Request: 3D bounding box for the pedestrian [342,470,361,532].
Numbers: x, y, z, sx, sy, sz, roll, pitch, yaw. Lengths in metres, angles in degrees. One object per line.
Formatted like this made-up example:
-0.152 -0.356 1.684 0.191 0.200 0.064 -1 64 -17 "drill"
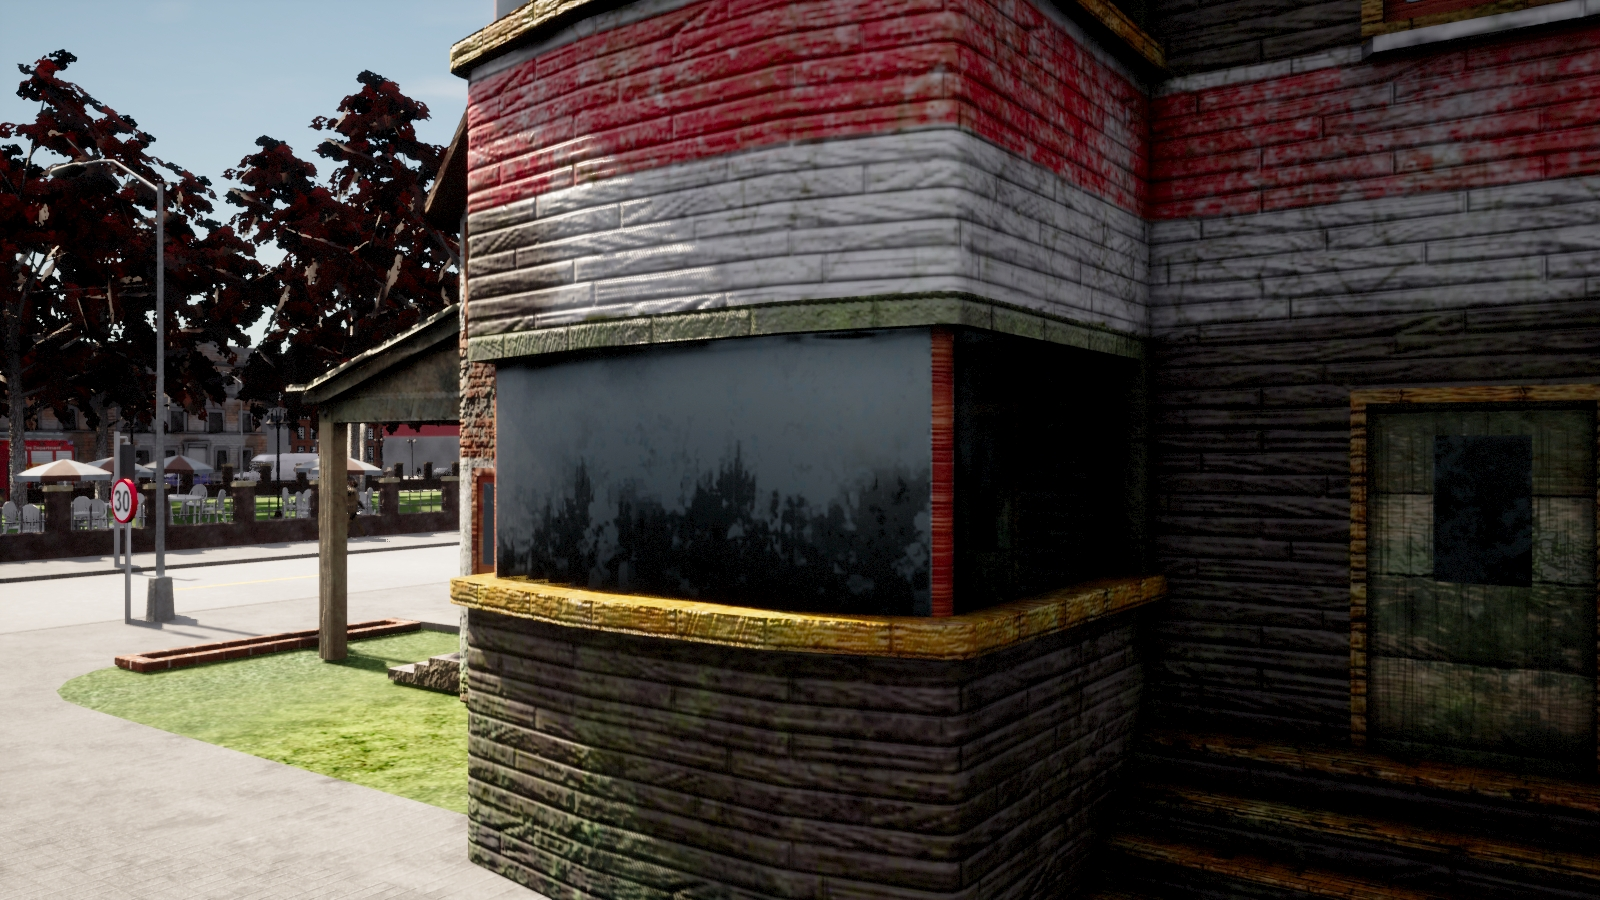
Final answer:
-13.503 1.525 34.402 0.375 1.860 0.375 0 0 35 "pedestrian"
